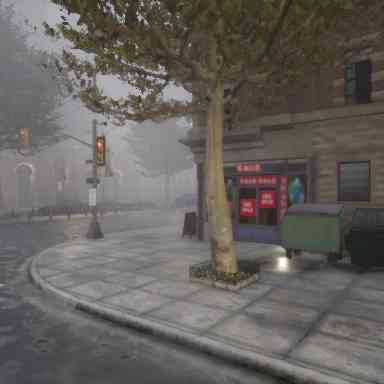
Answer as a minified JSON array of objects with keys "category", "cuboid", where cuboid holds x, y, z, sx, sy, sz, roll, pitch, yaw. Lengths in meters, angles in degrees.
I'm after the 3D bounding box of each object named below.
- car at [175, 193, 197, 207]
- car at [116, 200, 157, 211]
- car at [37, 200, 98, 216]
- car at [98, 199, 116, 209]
[{"category":"car","cuboid":[-0.258,1.221,49.902,2.150,2.045,5.566,0,0,36]},{"category":"car","cuboid":[-6.600,1.601,41.234,1.895,1.301,4.718,0,0,36]},{"category":"car","cuboid":[-12.499,1.547,33.152,2.033,1.411,5.357,0,0,36]},{"category":"car","cuboid":[-11.998,1.595,45.119,1.895,1.301,4.718,0,0,36]}]
